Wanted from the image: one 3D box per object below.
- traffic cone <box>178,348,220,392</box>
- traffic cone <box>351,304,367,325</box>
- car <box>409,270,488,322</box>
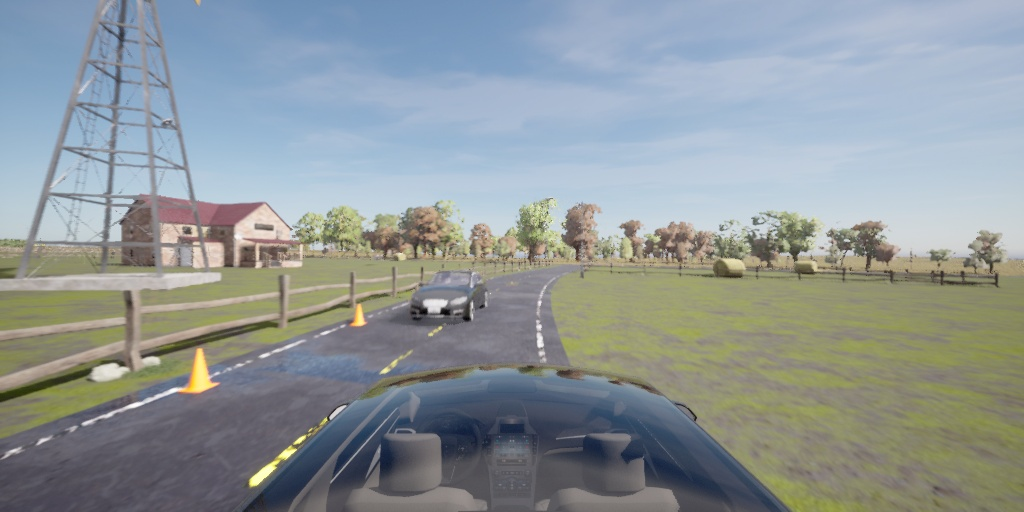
[{"bbox_3d":[-4.690,1.683,5.378,0.340,0.580,0.340,0,0,2],"label":"traffic cone"},{"bbox_3d":[-4.462,1.691,10.452,0.340,0.580,0.340,0,0,3],"label":"traffic cone"},{"bbox_3d":[-1.979,1.245,12.421,2.128,1.511,4.902,0,0,4],"label":"car"}]
